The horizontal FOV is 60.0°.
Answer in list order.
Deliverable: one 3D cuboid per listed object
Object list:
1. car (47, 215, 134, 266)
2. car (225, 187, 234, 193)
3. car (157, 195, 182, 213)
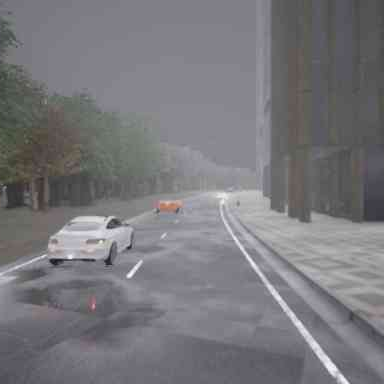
[{"bbox_3d":[-3.217,1.489,11.274,1.812,1.442,4.674,0,0,1],"label":"car"},{"bbox_3d":[10.381,-0.357,93.424,1.812,1.442,4.674,0,2,11],"label":"car"},{"bbox_3d":[-2.168,1.101,33.353,2.097,1.767,4.553,0,1,4],"label":"car"}]
